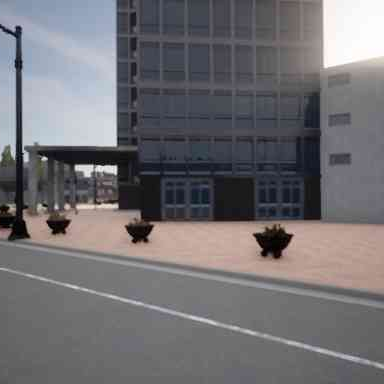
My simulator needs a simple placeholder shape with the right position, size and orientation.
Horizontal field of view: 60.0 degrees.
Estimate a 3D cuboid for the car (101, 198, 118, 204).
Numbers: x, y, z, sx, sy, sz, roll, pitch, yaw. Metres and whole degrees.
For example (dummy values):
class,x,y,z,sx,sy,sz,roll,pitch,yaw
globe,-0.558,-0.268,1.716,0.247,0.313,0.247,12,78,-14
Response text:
class,x,y,z,sx,sy,sz,roll,pitch,yaw
car,-18.895,2.081,76.890,2.128,1.511,4.902,-1,0,34
